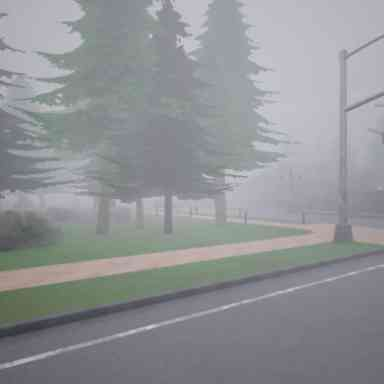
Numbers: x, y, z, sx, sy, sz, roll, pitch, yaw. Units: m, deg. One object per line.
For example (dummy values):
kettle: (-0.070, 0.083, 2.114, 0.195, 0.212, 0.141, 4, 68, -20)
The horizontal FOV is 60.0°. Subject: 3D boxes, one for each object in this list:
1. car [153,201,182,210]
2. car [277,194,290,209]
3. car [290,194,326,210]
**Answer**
car: (-3.235, 1.477, 42.831, 2.128, 1.511, 4.902, 0, 0, -37)
car: (12.718, 1.160, 42.458, 3.866, 1.878, 1.905, 0, 0, -37)
car: (14.536, 1.158, 40.678, 4.605, 1.855, 1.932, 0, 0, -37)
